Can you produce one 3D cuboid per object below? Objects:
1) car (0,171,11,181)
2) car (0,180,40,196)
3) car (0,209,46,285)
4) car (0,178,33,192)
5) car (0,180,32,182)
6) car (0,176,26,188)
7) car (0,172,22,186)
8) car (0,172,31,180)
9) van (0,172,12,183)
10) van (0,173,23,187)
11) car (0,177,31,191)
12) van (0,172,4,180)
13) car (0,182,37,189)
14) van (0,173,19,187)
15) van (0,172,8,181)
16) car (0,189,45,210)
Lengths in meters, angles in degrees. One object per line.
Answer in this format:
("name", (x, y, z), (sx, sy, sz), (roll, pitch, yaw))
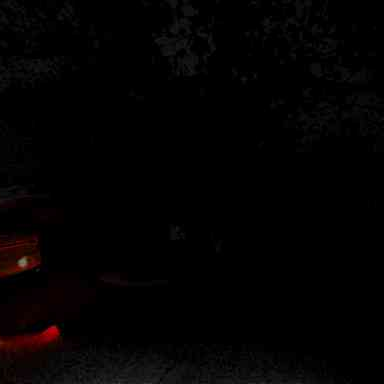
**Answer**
("car", (-41.501, -3.349, 70.423), (5.566, 2.045, 2.435), (0, 3, -32))
("car", (-17.816, -0.423, 32.935), (4.792, 1.488, 2.163), (0, 4, -32))
("car", (-5.716, 1.189, 6.992), (5.008, 1.535, 1.882), (1, 0, 12))
("car", (-20.787, -0.793, 37.744), (4.792, 1.488, 2.163), (0, 4, -32))
("car", (-13.520, 0.099, 25.840), (5.366, 1.575, 1.946), (0, 4, -32))
("car", (-25.165, -1.319, 44.630), (5.008, 1.535, 2.097), (0, 3, -32))
("car", (-29.616, -2.053, 51.614), (5.566, 2.045, 2.435), (0, 3, -32))
("car", (-16.281, -0.518, 30.614), (5.566, 2.045, 2.435), (0, 4, -32))
("van", (-36.948, -2.839, 63.489), (4.442, 1.987, 1.878), (0, 3, -32))
("van", (-26.540, -1.704, 47.017), (4.442, 1.987, 1.878), (0, 3, -32))
("car", (-22.194, -0.958, 39.971), (4.792, 1.488, 2.163), (0, 3, -32))
("van", (-48.890, -4.050, 81.951), (4.442, 1.987, 1.878), (0, 2, -32))
("car", (-8.969, 0.525, 19.045), (4.553, 1.767, 2.185), (0, 4, -32))
("van", (-28.215, -1.867, 49.230), (4.442, 1.987, 1.878), (0, 3, -32))
("van", (-42.856, -3.484, 72.840), (4.442, 1.987, 1.878), (0, 3, -32))
("car", (-7.528, 0.835, 16.694), (5.008, 1.535, 2.097), (0, 4, -32))
